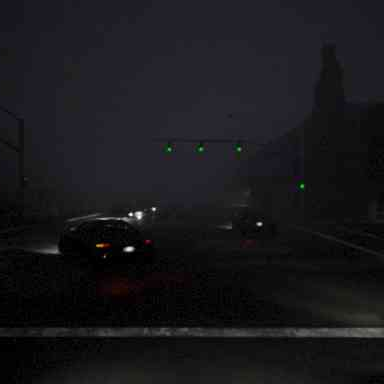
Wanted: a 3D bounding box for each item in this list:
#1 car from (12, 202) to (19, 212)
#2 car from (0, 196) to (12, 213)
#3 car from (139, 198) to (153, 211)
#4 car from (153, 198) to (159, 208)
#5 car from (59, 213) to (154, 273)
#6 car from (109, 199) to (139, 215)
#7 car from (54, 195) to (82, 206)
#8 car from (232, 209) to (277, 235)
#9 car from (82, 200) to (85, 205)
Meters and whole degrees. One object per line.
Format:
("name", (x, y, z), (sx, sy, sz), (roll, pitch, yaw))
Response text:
("car", (-21.284, 1.316, 36.704), (3.866, 1.878, 1.905), (0, 0, 0))
("car", (-21.350, 1.301, 33.810), (4.605, 1.855, 1.932), (0, 0, 0))
("car", (-6.864, 1.676, 43.620), (2.128, 1.511, 4.902), (0, 0, 2))
("car", (-6.506, 1.752, 53.726), (1.812, 1.442, 4.674), (0, 0, 2))
("car", (-2.968, 1.612, 11.125), (1.994, 1.385, 4.181), (0, 0, -36))
("car", (-7.098, 1.622, 34.070), (1.882, 1.535, 5.008), (0, 0, 1))
("car", (-21.244, 1.397, 56.328), (3.866, 1.878, 1.905), (0, 0, 0))
("car", (3.494, 1.644, 19.243), (1.994, 1.385, 4.181), (0, 0, 0))
("car", (-21.222, 1.649, 59.222), (3.806, 1.475, 1.970), (0, 0, 0))
